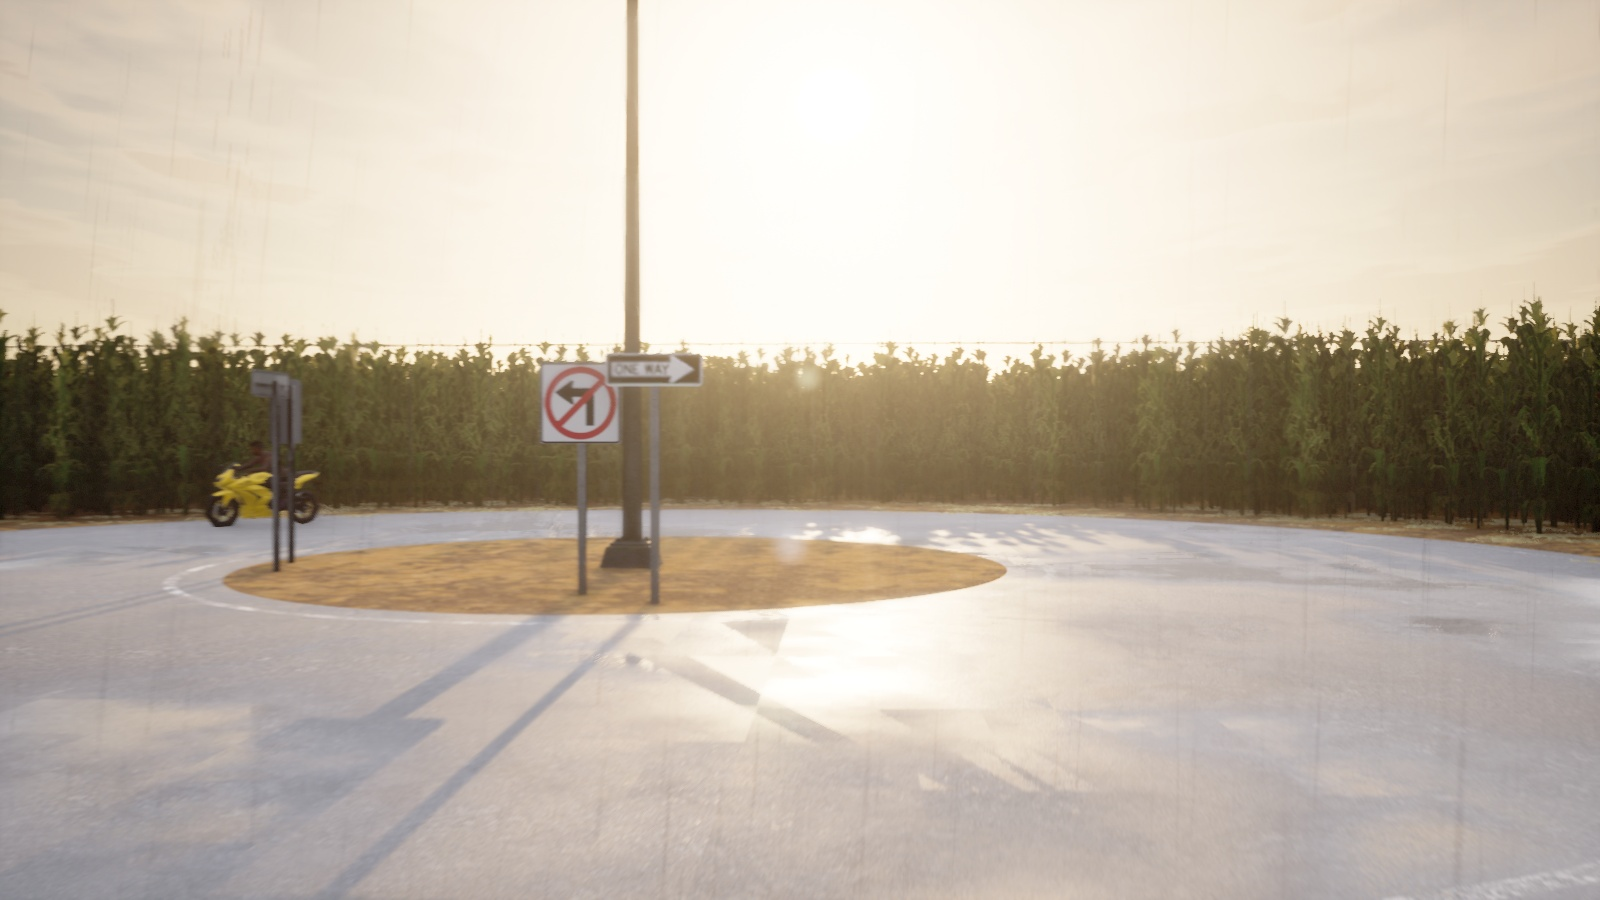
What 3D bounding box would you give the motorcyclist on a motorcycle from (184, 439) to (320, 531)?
[{"bbox_3d":[-9.604,0.578,22.059,0.797,1.523,2.044,2,1,45],"label":"motorcyclist on a motorcycle"}]
